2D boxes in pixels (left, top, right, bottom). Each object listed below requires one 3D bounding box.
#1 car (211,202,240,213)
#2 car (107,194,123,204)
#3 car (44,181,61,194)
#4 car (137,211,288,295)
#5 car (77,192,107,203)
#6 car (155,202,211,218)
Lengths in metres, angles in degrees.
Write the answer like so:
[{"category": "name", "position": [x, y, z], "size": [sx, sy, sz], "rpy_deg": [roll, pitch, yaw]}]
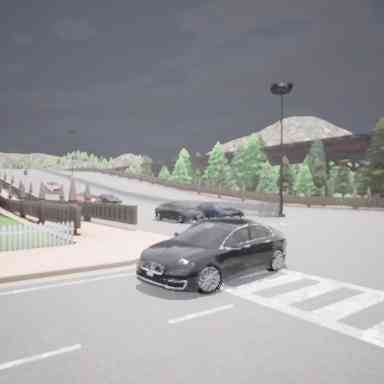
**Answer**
[{"category": "car", "position": [1.833, 1.550, 27.058], "size": [2.033, 1.411, 5.357], "rpy_deg": [0, 0, -37]}, {"category": "car", "position": [-10.969, 0.957, 43.960], "size": [2.033, 1.411, 5.357], "rpy_deg": [0, 4, -37]}, {"category": "car", "position": [-22.289, -0.875, 53.351], "size": [2.097, 1.767, 4.553], "rpy_deg": [0, 7, -37]}, {"category": "car", "position": [0.792, 1.508, 8.907], "size": [1.837, 1.490, 4.892], "rpy_deg": [4, 3, 44]}, {"category": "car", "position": [-12.474, 0.901, 40.144], "size": [2.097, 1.767, 4.553], "rpy_deg": [0, 4, -37]}, {"category": "car", "position": [-1.024, 1.509, 25.032], "size": [1.837, 1.490, 4.892], "rpy_deg": [0, 0, -37]}]
